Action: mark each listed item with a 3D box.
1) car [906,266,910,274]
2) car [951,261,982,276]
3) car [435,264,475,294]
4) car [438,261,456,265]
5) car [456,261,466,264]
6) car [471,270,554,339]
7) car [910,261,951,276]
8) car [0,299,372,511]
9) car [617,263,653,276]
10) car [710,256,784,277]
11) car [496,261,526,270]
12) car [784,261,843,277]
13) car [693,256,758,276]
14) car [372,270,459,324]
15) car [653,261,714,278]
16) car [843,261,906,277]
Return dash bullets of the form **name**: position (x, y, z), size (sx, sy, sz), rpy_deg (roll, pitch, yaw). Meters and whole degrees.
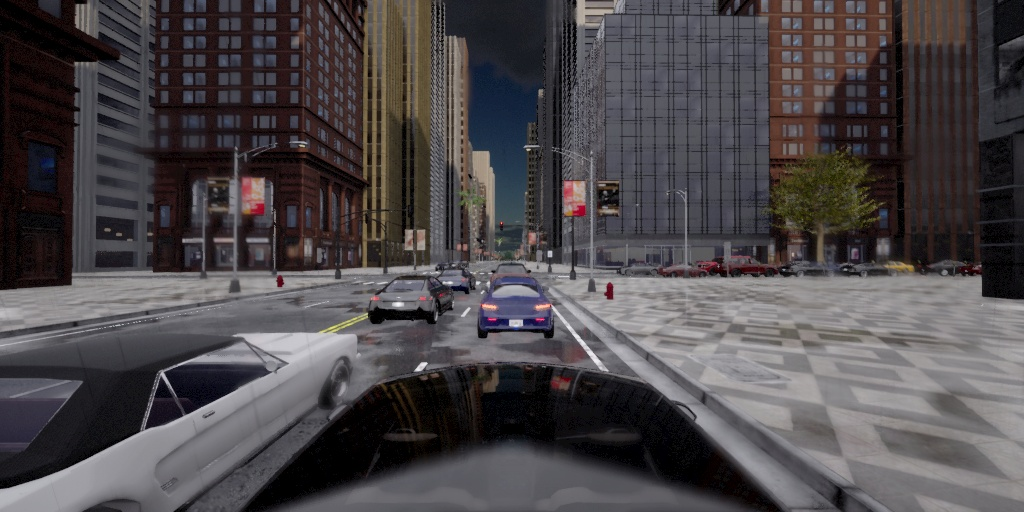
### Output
- **car**: position (43.132, 1.296, 41.085), size (4.829, 1.417, 1.751), rpy_deg (0, 0, -1)
- **car**: position (43.445, 1.214, 32.565), size (4.507, 1.381, 1.888), rpy_deg (0, 0, -1)
- **car**: position (-3.187, 1.353, 20.402), size (1.994, 1.385, 4.181), rpy_deg (0, 0, 0)
- **car**: position (-9.941, 1.544, 52.742), size (1.994, 1.385, 4.181), rpy_deg (0, 0, 0)
- **car**: position (-9.938, 1.545, 63.028), size (2.128, 1.511, 4.902), rpy_deg (0, 0, 0)
- **car**: position (0.088, 1.284, 10.027), size (1.812, 1.442, 4.674), rpy_deg (0, 0, 0)
- **car**: position (42.734, 1.206, 35.178), size (4.892, 1.490, 1.837), rpy_deg (0, -1, -1)
- **car**: position (-3.156, 1.351, 3.191), size (1.895, 1.301, 4.718), rpy_deg (0, 0, 0)
- **car**: position (13.214, 1.384, 37.813), size (4.181, 1.385, 1.994), rpy_deg (0, -1, -1)
- **car**: position (20.896, 1.041, 32.171), size (5.009, 1.841, 2.192), rpy_deg (0, 0, -1)
- **car**: position (-0.034, 1.135, 19.012), size (2.097, 1.767, 4.553), rpy_deg (0, 0, 0)
- **car**: position (26.532, 1.276, 32.269), size (4.313, 1.339, 1.948), rpy_deg (0, 0, -1)
- **car**: position (22.516, 1.011, 37.978), size (5.566, 2.045, 2.150), rpy_deg (0, -1, -1)
- **car**: position (-3.171, 1.327, 12.014), size (1.994, 1.385, 4.181), rpy_deg (0, 0, 0)
- **car**: position (15.257, 1.327, 32.072), size (4.207, 1.307, 1.802), rpy_deg (0, 0, -1)
- **car**: position (32.169, 1.260, 32.368), size (4.313, 1.339, 1.948), rpy_deg (0, 0, -1)
